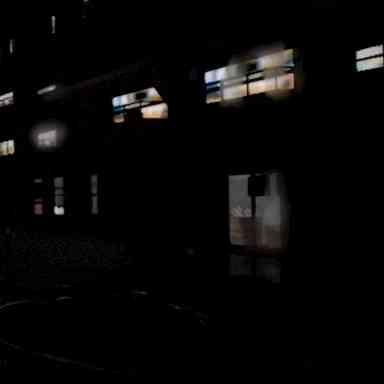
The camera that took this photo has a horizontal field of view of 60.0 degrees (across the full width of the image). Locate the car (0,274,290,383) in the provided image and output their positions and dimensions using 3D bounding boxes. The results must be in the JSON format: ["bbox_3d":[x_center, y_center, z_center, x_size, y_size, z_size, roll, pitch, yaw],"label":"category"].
[{"bbox_3d":[-1.140,1.601,3.546,4.313,1.339,1.947,-1,-1,36],"label":"car"}]
